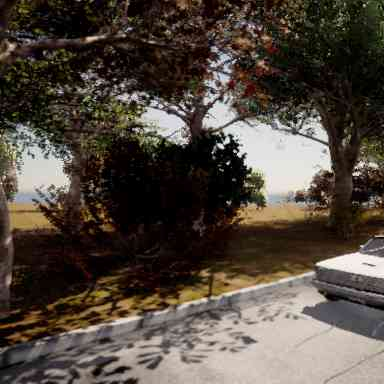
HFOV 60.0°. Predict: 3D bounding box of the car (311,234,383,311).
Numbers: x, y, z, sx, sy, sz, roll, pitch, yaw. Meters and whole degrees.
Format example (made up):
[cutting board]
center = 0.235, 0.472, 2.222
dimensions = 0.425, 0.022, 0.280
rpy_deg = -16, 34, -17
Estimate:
[car]
center = 4.667, 1.612, 7.175
dimensions = 4.718, 1.301, 1.895
rpy_deg = 0, 0, -37
